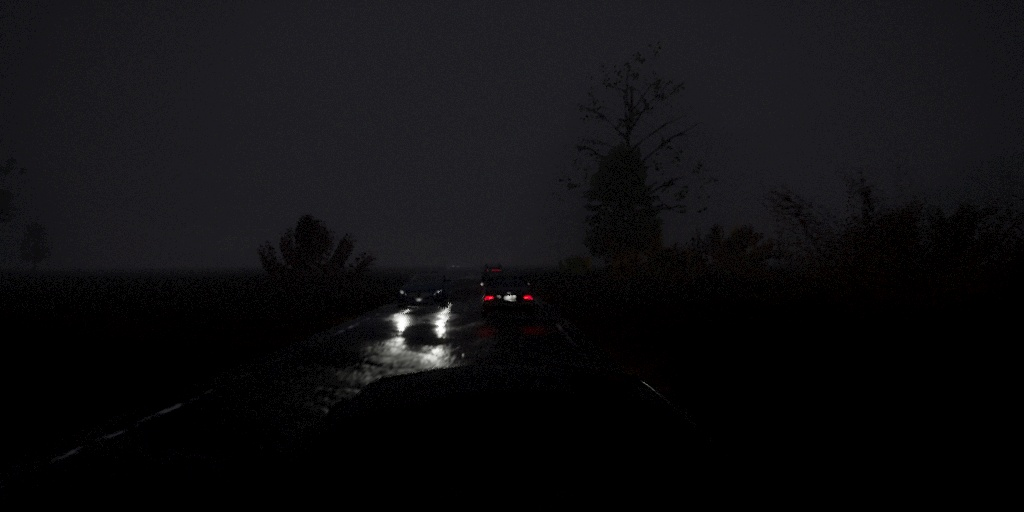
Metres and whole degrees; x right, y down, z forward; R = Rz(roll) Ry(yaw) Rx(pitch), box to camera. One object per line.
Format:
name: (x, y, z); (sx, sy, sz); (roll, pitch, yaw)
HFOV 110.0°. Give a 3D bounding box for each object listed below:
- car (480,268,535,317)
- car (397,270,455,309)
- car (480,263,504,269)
car: (-0.232, 1.356, 13.563); (2.033, 1.411, 5.357); (0, 0, -3)
car: (-3.553, 1.351, 15.519); (1.812, 1.442, 4.674); (0, 0, -3)
car: (-1.709, 1.394, 31.388); (2.128, 1.511, 4.902); (0, 0, -6)
